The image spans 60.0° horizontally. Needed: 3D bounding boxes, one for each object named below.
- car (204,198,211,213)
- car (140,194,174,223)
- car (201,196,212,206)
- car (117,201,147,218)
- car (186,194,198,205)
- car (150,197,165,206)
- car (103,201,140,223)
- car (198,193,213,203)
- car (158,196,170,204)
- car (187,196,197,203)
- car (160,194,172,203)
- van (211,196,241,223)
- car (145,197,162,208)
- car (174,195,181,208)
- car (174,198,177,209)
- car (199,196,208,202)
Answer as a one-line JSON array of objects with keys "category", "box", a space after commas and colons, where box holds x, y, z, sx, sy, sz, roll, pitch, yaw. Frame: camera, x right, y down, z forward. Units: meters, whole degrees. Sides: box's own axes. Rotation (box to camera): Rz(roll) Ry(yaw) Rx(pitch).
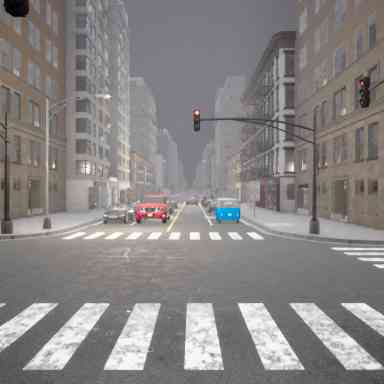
[{"category": "car", "box": [2.594, 1.580, 36.290, 1.802, 1.307, 4.206, 0, 0, 0]}, {"category": "car", "box": [-2.878, 1.220, 25.592, 2.150, 2.045, 5.566, 0, 0, 0]}, {"category": "car", "box": [2.581, 1.576, 47.653, 1.802, 1.307, 4.206, 0, 0, 0]}, {"category": "car", "box": [-5.425, 1.543, 30.592, 1.887, 1.381, 4.507, 0, 0, 0]}, {"category": "car", "box": [0.026, 1.551, 57.083, 1.994, 1.385, 4.181, 0, 0, 0]}, {"category": "car", "box": [-5.451, 1.556, 53.320, 1.947, 1.339, 4.313, 0, 0, 0]}, {"category": "car", "box": [-5.418, 1.549, 24.910, 2.008, 1.369, 4.403, 0, 0, 0]}, {"category": "car", "box": [2.574, 1.305, 53.335, 2.192, 1.841, 5.009, 0, 0, 0]}, {"category": "car", "box": [-5.464, 1.547, 64.683, 1.947, 1.339, 4.313, 0, 0, 0]}, {"category": "car", "box": [0.016, 1.579, 68.732, 1.895, 1.301, 4.718, 0, 0, 0]}, {"category": "car", "box": [-5.471, 1.292, 70.365, 2.192, 1.841, 5.009, 0, 0, 0]}, {"category": "van", "box": [2.607, 1.340, 24.928, 1.690, 1.788, 3.998, 0, 0, 0]}, {"category": "car", "box": [-5.444, 1.519, 47.468, 1.752, 1.417, 4.829, 0, 0, 0]}, {"category": "car", "box": [-2.889, 1.500, 45.469, 1.837, 1.490, 4.892, 0, 0, 0]}, {"category": "car", "box": [-2.894, 1.599, 35.409, 1.895, 1.301, 4.718, 0, 0, 0]}, {"category": "car", "box": [2.547, 1.524, 76.060, 2.008, 1.369, 4.403, 0, 0, 0]}]
